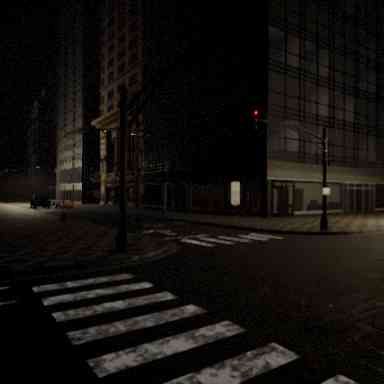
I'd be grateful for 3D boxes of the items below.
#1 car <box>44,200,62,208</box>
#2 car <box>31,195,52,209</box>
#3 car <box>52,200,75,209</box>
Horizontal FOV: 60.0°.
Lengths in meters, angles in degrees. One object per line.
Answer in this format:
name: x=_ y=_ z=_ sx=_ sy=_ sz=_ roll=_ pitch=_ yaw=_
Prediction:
car: x=-23.943 y=1.981 z=57.172 sx=1.895 sy=1.301 sz=4.718 roll=0 pitch=-1 yaw=-35
car: x=-23.058 y=1.548 z=50.623 sx=2.150 sy=2.045 sz=5.566 roll=0 pitch=-1 yaw=-35
car: x=-19.371 y=1.938 z=50.619 sx=1.895 sy=1.301 sz=4.718 roll=0 pitch=-1 yaw=-34
